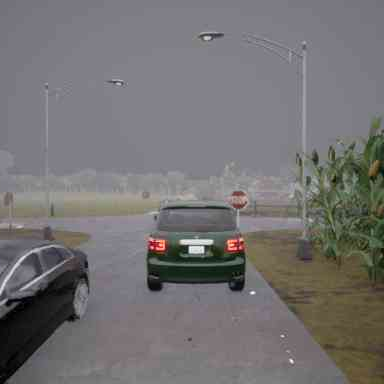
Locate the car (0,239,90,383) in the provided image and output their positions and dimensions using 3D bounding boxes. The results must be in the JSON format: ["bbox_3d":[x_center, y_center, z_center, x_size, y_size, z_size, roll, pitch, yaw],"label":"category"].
[{"bbox_3d":[-2.847,1.489,4.466,2.128,1.511,4.902,0,0,0],"label":"car"}]

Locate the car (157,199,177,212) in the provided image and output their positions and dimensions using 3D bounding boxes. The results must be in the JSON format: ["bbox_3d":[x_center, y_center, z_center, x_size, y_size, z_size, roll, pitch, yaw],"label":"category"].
[{"bbox_3d":[-2.924,1.552,39.833,1.994,1.385,4.181,0,0,0],"label":"car"}]

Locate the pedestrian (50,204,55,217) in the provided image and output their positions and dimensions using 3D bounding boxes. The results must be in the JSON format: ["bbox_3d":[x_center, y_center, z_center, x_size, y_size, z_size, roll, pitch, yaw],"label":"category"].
[{"bbox_3d":[-12.238,1.612,29.166,0.500,1.100,0.500,0,2,0],"label":"pedestrian"}]

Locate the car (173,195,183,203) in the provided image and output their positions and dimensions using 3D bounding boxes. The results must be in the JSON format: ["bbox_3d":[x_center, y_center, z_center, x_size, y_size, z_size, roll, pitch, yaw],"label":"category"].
[{"bbox_3d":[-2.885,1.474,69.220,1.882,1.535,5.008,0,0,0],"label":"car"}]

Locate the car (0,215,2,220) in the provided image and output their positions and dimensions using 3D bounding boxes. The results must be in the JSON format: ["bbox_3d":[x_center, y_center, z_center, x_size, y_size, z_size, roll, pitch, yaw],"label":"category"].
[{"bbox_3d":[-16.345,1.605,23.165,5.357,1.411,2.033,0,2,0],"label":"car"}]

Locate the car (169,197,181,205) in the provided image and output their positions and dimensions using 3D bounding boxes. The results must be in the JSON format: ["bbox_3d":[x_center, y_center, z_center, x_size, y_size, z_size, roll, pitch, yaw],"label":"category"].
[{"bbox_3d":[-2.942,1.556,58.380,1.994,1.385,4.181,0,0,0],"label":"car"}]

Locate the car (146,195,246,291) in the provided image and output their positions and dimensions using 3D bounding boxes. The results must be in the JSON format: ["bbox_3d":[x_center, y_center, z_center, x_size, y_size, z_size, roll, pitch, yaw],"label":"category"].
[{"bbox_3d":[0.086,1.217,9.153,2.150,2.045,5.566,0,0,0],"label":"car"}]

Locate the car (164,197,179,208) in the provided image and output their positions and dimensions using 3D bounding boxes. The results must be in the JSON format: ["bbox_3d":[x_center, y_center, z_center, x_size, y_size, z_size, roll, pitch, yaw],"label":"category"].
[{"bbox_3d":[-2.933,1.467,48.567,1.882,1.535,5.008,0,0,0],"label":"car"}]

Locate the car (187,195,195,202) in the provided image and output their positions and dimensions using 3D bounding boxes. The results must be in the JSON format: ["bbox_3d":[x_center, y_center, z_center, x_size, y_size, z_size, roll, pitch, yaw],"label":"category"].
[{"bbox_3d":[-0.158,1.479,80.817,1.882,1.535,5.008,0,0,0],"label":"car"}]

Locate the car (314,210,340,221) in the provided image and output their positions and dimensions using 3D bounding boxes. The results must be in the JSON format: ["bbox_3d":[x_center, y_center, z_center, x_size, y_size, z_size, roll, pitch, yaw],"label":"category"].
[{"bbox_3d":[12.562,1.522,26.282,5.357,1.411,2.033,0,2,0],"label":"car"}]
